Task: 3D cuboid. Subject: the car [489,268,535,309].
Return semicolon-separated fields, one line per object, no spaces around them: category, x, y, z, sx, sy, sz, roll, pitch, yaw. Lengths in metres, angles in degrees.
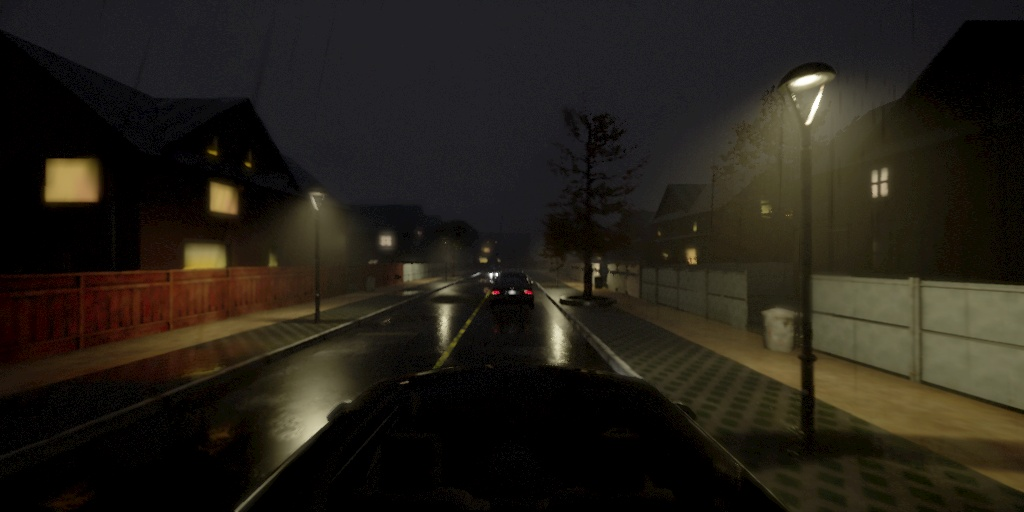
car;0.002;1.436;15.840;2.033;1.411;5.357;0;-1;0

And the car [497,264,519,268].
car;0.003;1.602;30.841;2.033;1.411;5.357;0;-1;0

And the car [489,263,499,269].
car;-2.748;1.904;58.382;2.128;1.511;4.902;0;-1;0
